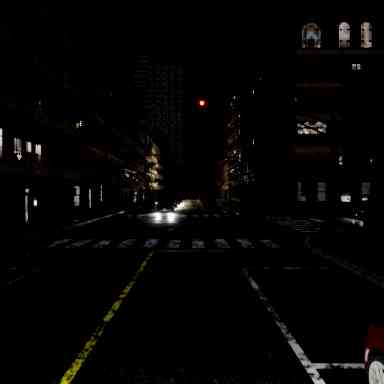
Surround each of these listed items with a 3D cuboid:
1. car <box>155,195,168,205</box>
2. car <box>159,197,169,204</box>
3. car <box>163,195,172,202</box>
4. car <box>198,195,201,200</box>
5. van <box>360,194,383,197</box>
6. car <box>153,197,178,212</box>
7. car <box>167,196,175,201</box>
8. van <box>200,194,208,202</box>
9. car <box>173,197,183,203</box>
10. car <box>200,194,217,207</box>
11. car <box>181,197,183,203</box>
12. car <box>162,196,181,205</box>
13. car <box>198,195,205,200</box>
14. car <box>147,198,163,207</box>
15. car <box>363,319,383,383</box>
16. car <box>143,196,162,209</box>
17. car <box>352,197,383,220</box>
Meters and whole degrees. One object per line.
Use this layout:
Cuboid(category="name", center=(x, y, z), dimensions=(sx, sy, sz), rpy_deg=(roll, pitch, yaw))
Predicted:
Cuboid(category="car", center=(-5.640, 1.463, 61.867), dimensions=(1.967, 1.590, 4.097), rpy_deg=(-1, 0, 0))
Cuboid(category="car", center=(-5.633, 1.609, 67.395), dimensions=(1.802, 1.307, 4.206), rpy_deg=(-1, 0, 0))
Cuboid(category="car", center=(-5.623, 1.563, 78.281), dimensions=(1.752, 1.417, 4.829), rpy_deg=(-1, 0, 0))
Cuboid(category="car", center=(2.747, 1.578, 67.381), dimensions=(2.008, 1.369, 4.403), rpy_deg=(-1, 0, 0))
Cuboid(category="van", center=(15.666, 1.036, 27.357), dimensions=(3.998, 1.788, 1.690), rpy_deg=(-1, 1, -1))
Cuboid(category="car", center=(-3.063, 1.607, 39.348), dimensions=(1.895, 1.301, 4.718), rpy_deg=(0, 0, 0))
Cuboid(category="car", center=(-5.611, 1.633, 89.507), dimensions=(1.802, 1.307, 4.206), rpy_deg=(-1, 0, 0))
Cuboid(category="van", center=(2.756, 1.379, 78.437), dimensions=(1.690, 1.788, 3.998), rpy_deg=(-1, 0, 0))
Cuboid(category="car", center=(-2.934, 1.620, 69.282), dimensions=(1.895, 1.301, 4.718), rpy_deg=(0, 0, 0))
Cuboid(category="car", center=(2.730, 1.454, 50.798), dimensions=(1.967, 1.590, 4.097), rpy_deg=(-1, 0, 0))
Cuboid(category="car", center=(-3.022, 1.621, 58.719), dimensions=(1.895, 1.301, 4.718), rpy_deg=(0, 0, 0))
Cuboid(category="car", center=(-3.051, 1.517, 48.745), dimensions=(1.837, 1.490, 4.892), rpy_deg=(0, 0, 0))
Cuboid(category="car", center=(2.774, 1.603, 95.021), dimensions=(1.887, 1.381, 4.507), rpy_deg=(-1, 0, 0))
Cuboid(category="car", center=(-5.650, 1.580, 50.811), dimensions=(1.947, 1.339, 4.313), rpy_deg=(0, 0, 0))
Cuboid(category="car", center=(2.682, 1.544, 1.799), dimensions=(1.887, 1.381, 4.507), rpy_deg=(0, 0, 0))
Cuboid(category="car", center=(-5.655, 1.561, 45.284), dimensions=(2.008, 1.369, 4.403), rpy_deg=(0, 0, 0))
Cuboid(category="car", center=(14.892, 1.276, 24.759), dimensions=(5.357, 1.411, 2.033), rpy_deg=(-1, 0, 1))
